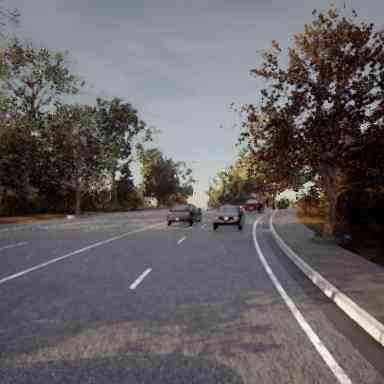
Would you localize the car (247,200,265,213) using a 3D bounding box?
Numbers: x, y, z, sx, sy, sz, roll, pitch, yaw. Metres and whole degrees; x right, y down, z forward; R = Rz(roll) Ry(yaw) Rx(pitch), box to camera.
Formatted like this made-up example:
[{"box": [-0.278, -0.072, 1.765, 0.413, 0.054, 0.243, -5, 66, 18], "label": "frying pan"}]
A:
[{"box": [7.364, 1.651, 39.102, 1.882, 1.535, 5.008, -1, -1, 19], "label": "car"}]

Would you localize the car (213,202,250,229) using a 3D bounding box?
[{"box": [2.563, 1.635, 22.322, 2.033, 1.411, 5.357, -1, 0, 12], "label": "car"}]

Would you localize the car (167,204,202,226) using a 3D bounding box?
[{"box": [-0.470, 1.622, 24.543, 2.128, 1.511, 4.902, -1, 0, 12], "label": "car"}]
